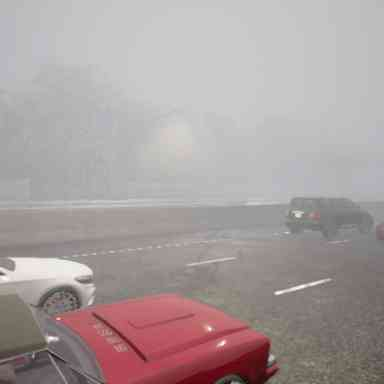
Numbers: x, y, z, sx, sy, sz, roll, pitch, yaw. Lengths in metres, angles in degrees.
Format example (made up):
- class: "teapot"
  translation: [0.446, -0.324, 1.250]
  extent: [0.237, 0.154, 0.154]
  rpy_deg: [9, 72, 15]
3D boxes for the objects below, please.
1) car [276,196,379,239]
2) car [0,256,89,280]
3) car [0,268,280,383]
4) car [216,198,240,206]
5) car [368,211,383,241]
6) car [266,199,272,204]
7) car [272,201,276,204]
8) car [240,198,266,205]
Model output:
- class: "car"
  translation: [7.281, 1.226, 17.547]
  extent: [5.566, 2.045, 2.150]
  rpy_deg: [0, 0, -36]
- class: "car"
  translation: [-3.921, 1.526, 5.248]
  extent: [4.674, 1.442, 1.812]
  rpy_deg: [0, 0, -36]
- class: "car"
  translation: [-1.475, 1.601, 2.691]
  extent: [4.718, 1.301, 1.895]
  rpy_deg: [0, 0, -36]
- class: "car"
  translation: [5.201, 1.509, 42.092]
  extent: [4.902, 1.511, 2.128]
  rpy_deg: [0, 0, -35]
- class: "car"
  translation: [10.375, 1.569, 15.452]
  extent: [4.181, 1.385, 1.994]
  rpy_deg: [0, 0, -36]
- class: "car"
  translation: [11.125, 1.513, 37.723]
  extent: [4.902, 1.511, 2.128]
  rpy_deg: [0, 0, -35]
- class: "car"
  translation: [10.347, 1.580, 32.872]
  extent: [4.181, 1.385, 1.994]
  rpy_deg: [0, 0, -35]
- class: "car"
  translation: [8.366, 1.546, 40.052]
  extent: [4.674, 1.442, 1.812]
  rpy_deg: [0, 0, -35]
